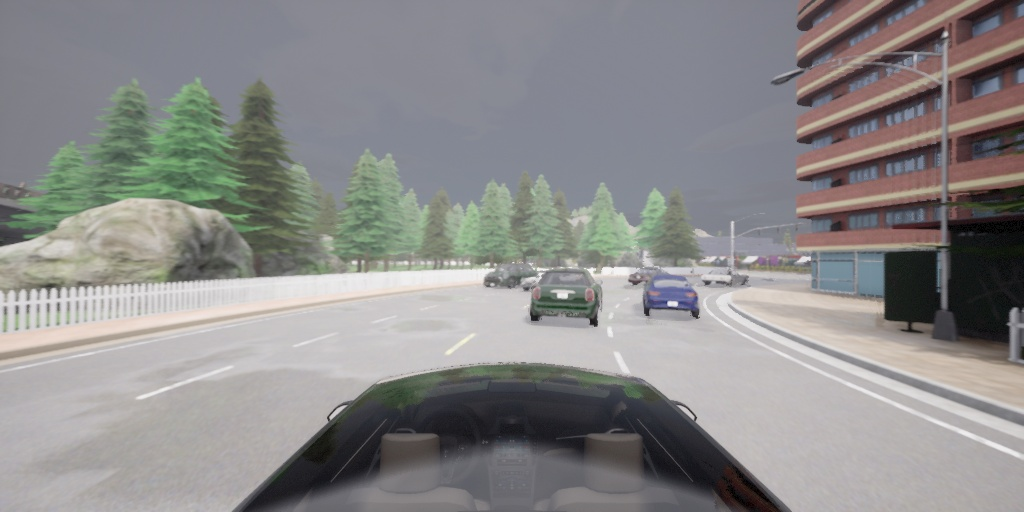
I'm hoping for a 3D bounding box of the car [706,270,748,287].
[{"bbox_3d":[17.281,1.768,29.017,4.718,1.301,1.895,1,-1,-38],"label":"car"}]

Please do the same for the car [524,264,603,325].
[{"bbox_3d":[2.057,1.217,12.640,2.097,1.767,4.553,1,-1,15],"label":"car"}]

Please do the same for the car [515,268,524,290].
[{"bbox_3d":[2.374,1.558,22.744,1.895,1.301,4.718,0,-1,31],"label":"car"}]

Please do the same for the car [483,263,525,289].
[{"bbox_3d":[-0.054,1.305,25.154,2.097,1.767,4.553,0,-1,33],"label":"car"}]

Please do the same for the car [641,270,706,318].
[{"bbox_3d":[6.110,1.446,14.030,1.812,1.442,4.674,0,-1,20],"label":"car"}]

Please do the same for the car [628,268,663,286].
[{"bbox_3d":[11.074,1.644,28.210,2.033,1.411,5.357,0,-1,44],"label":"car"}]
